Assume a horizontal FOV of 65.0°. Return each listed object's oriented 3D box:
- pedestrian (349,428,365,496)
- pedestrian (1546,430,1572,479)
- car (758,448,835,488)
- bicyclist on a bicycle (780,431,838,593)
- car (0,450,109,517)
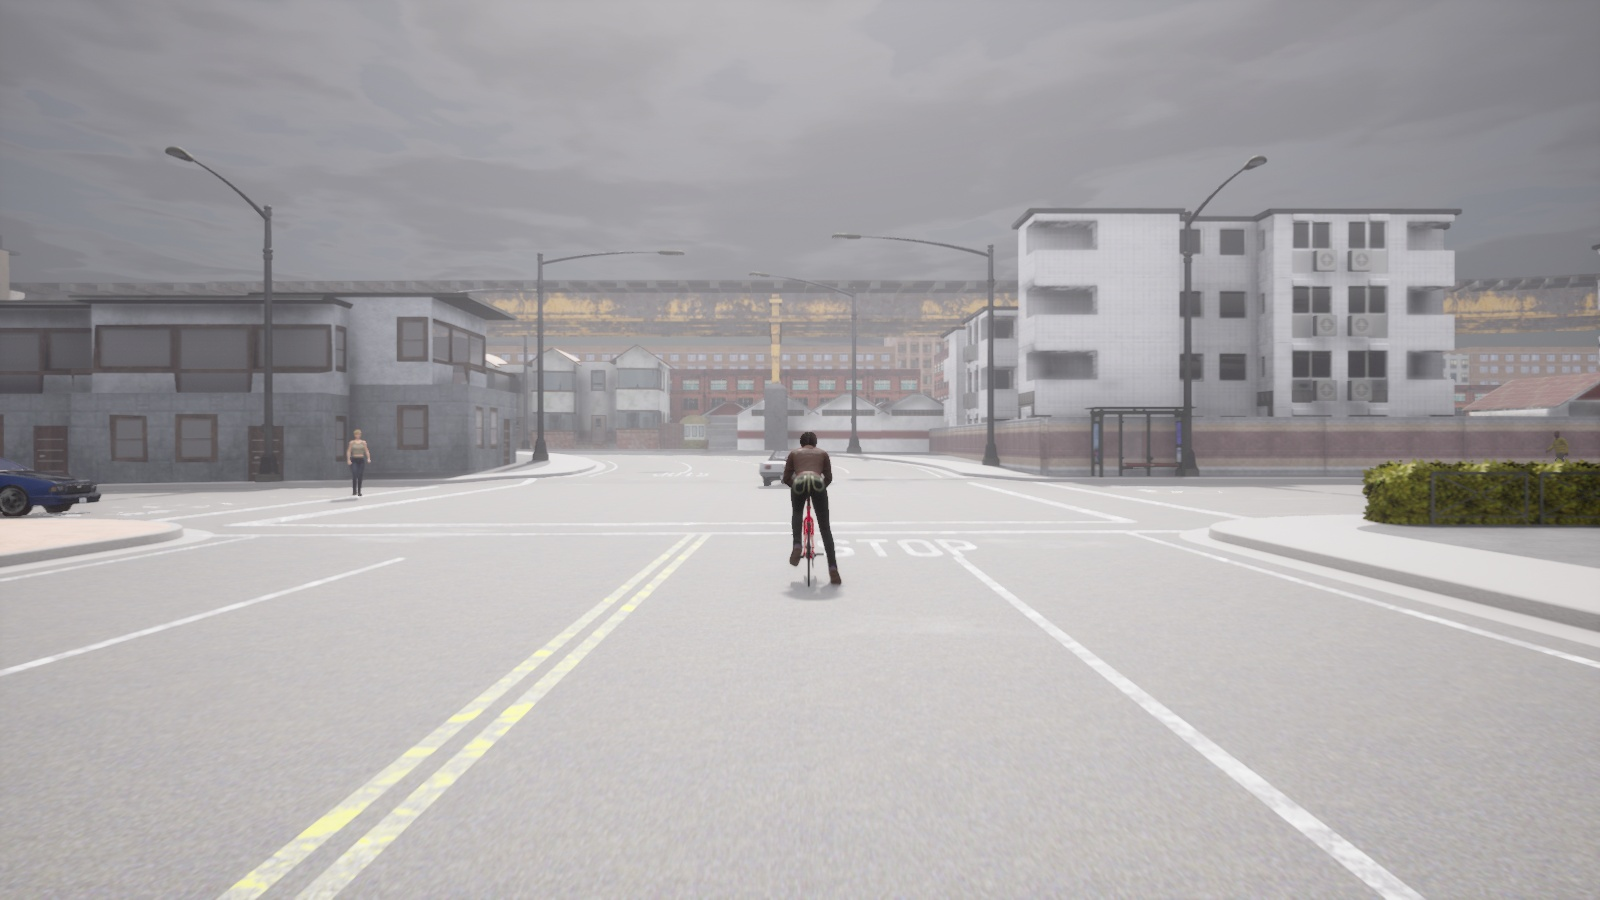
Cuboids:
[{"bbox_3d":[-12.129,0.328,34.355,0.345,1.836,0.594,0,0,-27],"label":"pedestrian"},{"bbox_3d":[28.082,0.162,46.452,0.726,1.835,0.370,0,0,2],"label":"pedestrian"},{"bbox_3d":[-0.070,0.609,45.102,1.895,1.301,4.718,0,1,11],"label":"car"},{"bbox_3d":[0.093,0.624,13.425,0.582,1.620,1.656,0,0,0],"label":"bicyclist on a bicycle"},{"bbox_3d":[-18.486,0.733,27.688,5.357,1.411,2.033,-1,0,-1],"label":"car"}]
